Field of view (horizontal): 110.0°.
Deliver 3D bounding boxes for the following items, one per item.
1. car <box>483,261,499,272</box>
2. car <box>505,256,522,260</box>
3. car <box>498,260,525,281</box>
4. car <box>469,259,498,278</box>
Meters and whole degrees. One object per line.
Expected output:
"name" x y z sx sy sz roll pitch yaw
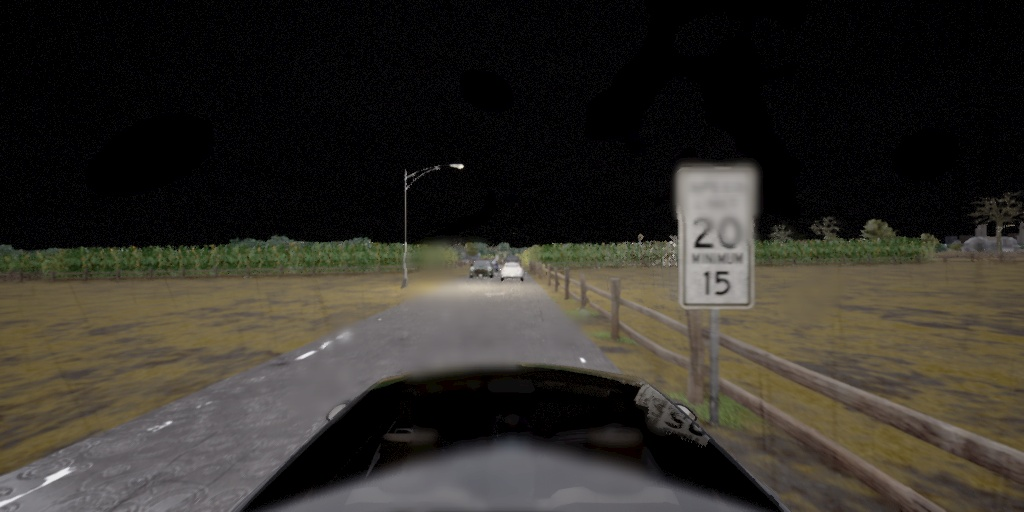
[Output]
"car" -2.743 1.333 47.348 1.812 1.442 4.674 0 0 0
"car" 0.066 1.011 45.432 2.150 2.045 5.566 0 0 0
"car" 0.011 1.276 29.896 1.812 1.442 4.674 0 0 0
"car" -2.745 1.107 33.610 2.097 1.767 4.553 0 0 0
